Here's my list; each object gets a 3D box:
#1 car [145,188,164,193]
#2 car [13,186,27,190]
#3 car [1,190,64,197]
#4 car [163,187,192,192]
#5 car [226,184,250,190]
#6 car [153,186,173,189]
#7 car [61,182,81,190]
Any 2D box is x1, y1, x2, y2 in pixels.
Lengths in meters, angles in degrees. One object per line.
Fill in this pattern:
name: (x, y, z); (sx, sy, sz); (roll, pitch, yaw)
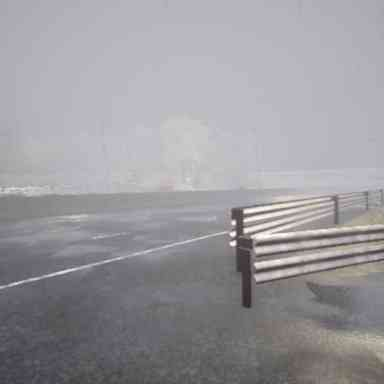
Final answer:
car: (-4.113, 0.556, 45.531); (1.895, 1.301, 4.718); (0, 1, 35)
car: (-28.056, -0.184, 52.417); (1.994, 1.385, 4.181); (-1, 3, 14)
car: (-12.561, 0.871, 27.478); (1.837, 1.490, 4.892); (0, 1, 35)
car: (-1.170, 0.454, 43.630); (1.837, 1.490, 4.892); (0, 1, 35)
car: (7.869, -0.537, 56.335); (2.150, 2.045, 5.566); (0, 1, 35)
car: (-4.820, 0.106, 50.559); (2.150, 2.045, 5.566); (0, 1, 36)
car: (-24.295, -1.256, 66.759); (2.097, 1.767, 4.553); (-1, 3, 16)
